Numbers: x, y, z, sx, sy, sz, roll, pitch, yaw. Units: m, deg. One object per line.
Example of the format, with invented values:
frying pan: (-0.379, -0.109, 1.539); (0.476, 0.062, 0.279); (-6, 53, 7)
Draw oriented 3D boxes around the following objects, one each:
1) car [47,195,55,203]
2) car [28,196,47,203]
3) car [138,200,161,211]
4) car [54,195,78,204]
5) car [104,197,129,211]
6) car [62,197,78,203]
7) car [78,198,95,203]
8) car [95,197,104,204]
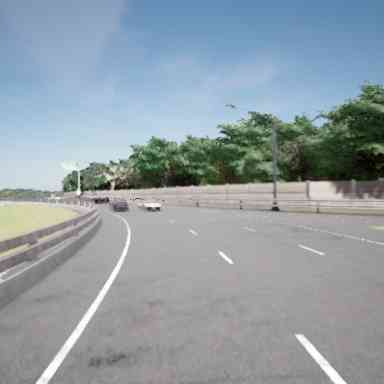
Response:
car: (-34.177, 1.662, 80.796); (5.566, 2.045, 2.150); (-1, 0, 38)
car: (-36.886, 1.969, 78.527); (4.892, 1.490, 1.837); (-1, 0, 38)
car: (-5.497, 1.680, 42.325); (1.895, 1.301, 4.718); (-1, 0, -23)
car: (-25.703, 1.809, 67.647); (1.882, 1.535, 5.008); (-1, 0, -41)
car: (-9.442, 1.620, 42.593); (2.128, 1.511, 4.902); (-1, 0, -24)
car: (-30.616, 1.920, 83.114); (2.128, 1.511, 4.902); (-1, 0, -42)
car: (-22.816, 1.849, 69.677); (1.994, 1.385, 4.181); (-1, 0, -41)
car: (-19.774, 1.739, 71.494); (1.882, 1.535, 5.008); (-1, 0, -41)
